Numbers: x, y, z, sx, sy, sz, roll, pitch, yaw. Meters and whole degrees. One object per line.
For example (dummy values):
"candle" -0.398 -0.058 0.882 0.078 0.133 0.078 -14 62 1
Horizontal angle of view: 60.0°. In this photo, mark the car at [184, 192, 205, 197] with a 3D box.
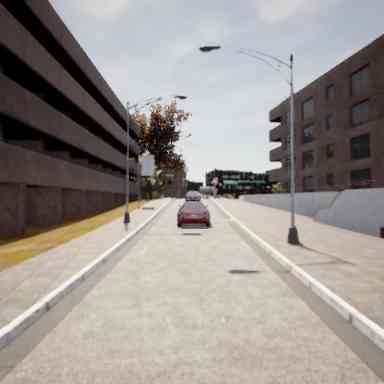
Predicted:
"car" 0.098 0.649 38.799 2.033 1.411 5.357 0 2 0

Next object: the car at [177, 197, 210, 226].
"car" 0.099 1.271 20.979 1.994 1.385 4.181 0 2 0
